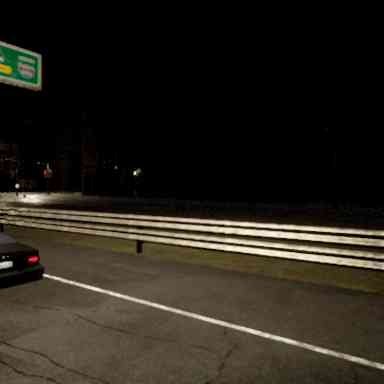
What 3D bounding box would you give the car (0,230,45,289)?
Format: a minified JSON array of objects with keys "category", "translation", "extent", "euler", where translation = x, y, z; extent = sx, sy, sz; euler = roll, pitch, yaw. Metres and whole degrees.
[{"category":"car","translation":[-5.787,1.502,8.137],"extent":[5.357,1.411,2.033],"euler":[0,0,36]}]
